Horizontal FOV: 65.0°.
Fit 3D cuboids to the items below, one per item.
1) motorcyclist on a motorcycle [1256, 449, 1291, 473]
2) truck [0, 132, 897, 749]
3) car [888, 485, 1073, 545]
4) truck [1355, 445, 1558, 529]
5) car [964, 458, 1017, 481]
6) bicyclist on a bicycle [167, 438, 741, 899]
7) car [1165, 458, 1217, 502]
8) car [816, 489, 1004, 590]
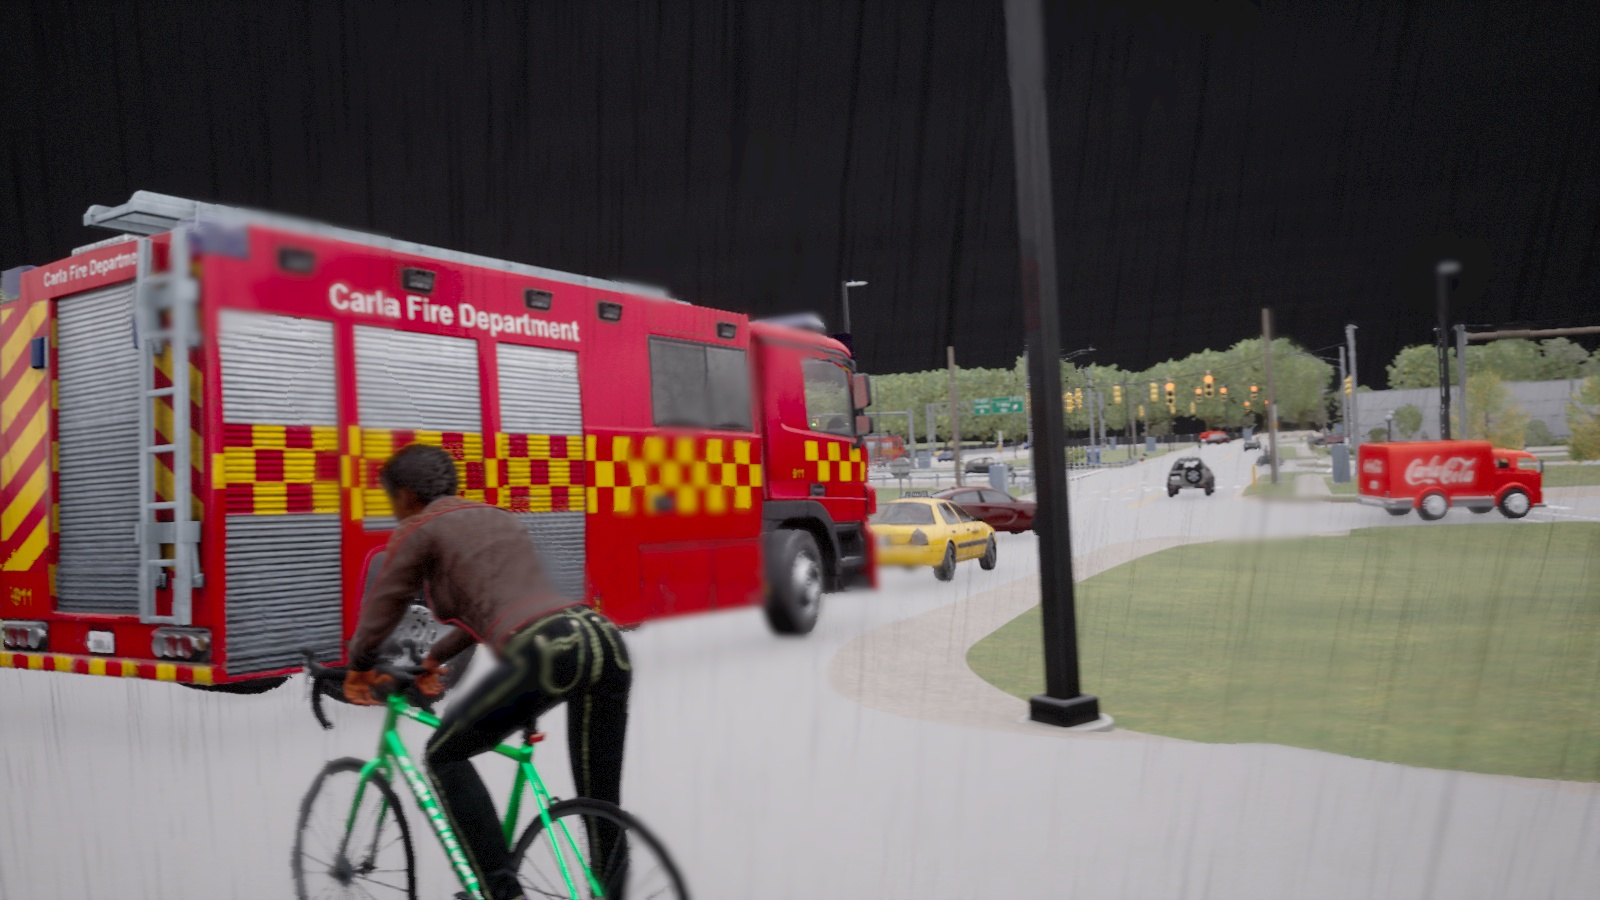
[{"bbox_3d":[34.319,0.806,91.056,0.766,1.649,2.350,-2,0,-28],"label":"motorcyclist on a motorcycle"},{"bbox_3d":[-2.484,0.096,12.085,2.891,3.827,8.468,-3,-3,34],"label":"truck"},{"bbox_3d":[5.285,1.860,36.878,5.008,1.535,1.882,-1,-1,-17],"label":"car"},{"bbox_3d":[21.204,1.159,40.735,5.204,2.467,2.627,-1,1,-1],"label":"truck"},{"bbox_3d":[14.581,1.475,95.981,3.705,1.549,1.789,-2,1,19],"label":"car"},{"bbox_3d":[-1.018,0.799,3.535,1.656,1.620,0.582,-1,-1,32],"label":"bicyclist on a bicycle"},{"bbox_3d":[18.432,1.378,59.039,1.932,1.855,4.605,-3,0,21],"label":"car"},{"bbox_3d":[2.155,1.541,22.782,1.801,1.575,5.366,-3,-2,23],"label":"car"}]
